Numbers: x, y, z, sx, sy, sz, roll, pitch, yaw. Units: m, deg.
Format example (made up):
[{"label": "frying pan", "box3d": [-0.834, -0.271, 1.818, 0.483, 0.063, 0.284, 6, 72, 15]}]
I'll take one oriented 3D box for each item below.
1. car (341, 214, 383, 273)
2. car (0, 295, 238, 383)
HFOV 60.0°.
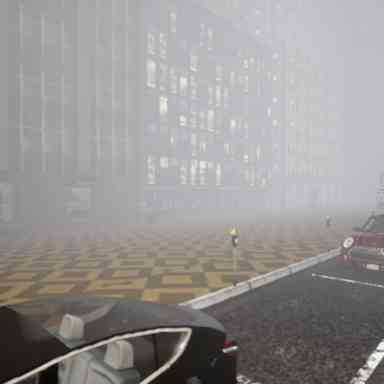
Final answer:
[{"label": "car", "box3d": [6.071, 1.430, 10.148, 1.967, 1.590, 4.097, 0, 0, 43]}, {"label": "car", "box3d": [-1.415, 1.565, 2.026, 1.947, 1.339, 4.313, 0, 0, 43]}]
